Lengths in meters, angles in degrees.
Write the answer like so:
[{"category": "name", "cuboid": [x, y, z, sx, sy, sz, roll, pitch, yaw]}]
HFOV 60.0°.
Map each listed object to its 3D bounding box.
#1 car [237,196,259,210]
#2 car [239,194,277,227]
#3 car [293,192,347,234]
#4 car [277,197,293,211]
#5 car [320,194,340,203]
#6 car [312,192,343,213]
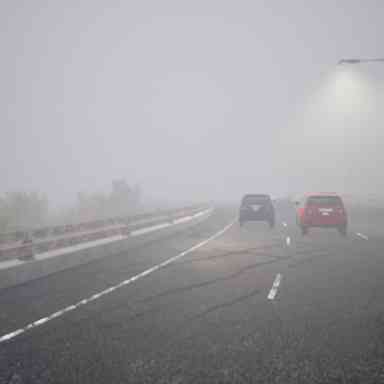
[{"category": "car", "cuboid": [6.845, 1.317, 40.900, 2.128, 1.511, 4.902, 0, 0, 3]}, {"category": "car", "cuboid": [4.387, 1.122, 22.351, 2.150, 2.045, 5.566, 0, 0, 13]}, {"category": "car", "cuboid": [7.093, 1.124, 18.607, 2.150, 2.045, 5.566, 0, 0, 14]}, {"category": "car", "cuboid": [10.143, 1.313, 37.572, 2.128, 1.511, 4.902, 0, 0, 4]}, {"category": "car", "cuboid": [25.880, 1.141, 62.239, 1.882, 1.535, 5.008, -1, 0, 40]}, {"category": "car", "cuboid": [14.564, 1.030, 36.084, 2.150, 2.045, 5.566, 0, 0, 12]}]
